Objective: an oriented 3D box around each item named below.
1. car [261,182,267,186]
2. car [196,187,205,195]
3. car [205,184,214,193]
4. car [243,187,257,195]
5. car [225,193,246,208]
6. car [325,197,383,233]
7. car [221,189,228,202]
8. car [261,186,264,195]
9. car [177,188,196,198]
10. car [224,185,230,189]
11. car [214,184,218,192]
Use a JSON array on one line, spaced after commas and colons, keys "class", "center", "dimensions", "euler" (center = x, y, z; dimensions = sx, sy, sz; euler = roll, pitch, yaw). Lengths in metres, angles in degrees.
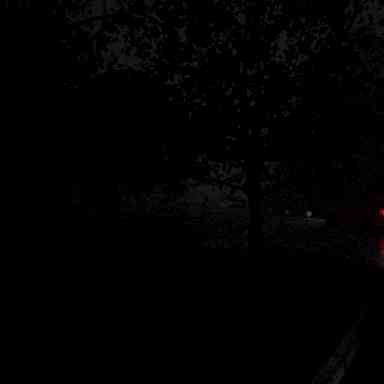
[{"class": "car", "center": [17.474, -0.915, 82.283], "dimensions": [1.882, 1.535, 5.008], "euler": [0, 3, 24]}, {"class": "car", "center": [0.478, -0.086, 72.713], "dimensions": [1.946, 1.575, 5.366], "euler": [0, 3, 24]}, {"class": "car", "center": [2.693, -0.403, 77.764], "dimensions": [1.946, 1.575, 5.366], "euler": [0, 3, 24]}, {"class": "car", "center": [12.463, -0.149, 70.853], "dimensions": [1.812, 1.442, 4.674], "euler": [0, 3, 24]}, {"class": "car", "center": [6.147, 1.373, 44.439], "dimensions": [2.033, 1.411, 5.357], "euler": [0, 2, 15]}, {"class": "car", "center": [10.474, 1.282, 20.284], "dimensions": [2.150, 2.045, 5.566], "euler": [0, 0, -13]}, {"class": "car", "center": [6.209, 0.781, 55.496], "dimensions": [1.837, 1.490, 4.892], "euler": [0, 3, 19]}, {"class": "car", "center": [13.491, 0.142, 64.928], "dimensions": [1.812, 1.442, 4.674], "euler": [0, 3, 23]}, {"class": "car", "center": [-1.745, 0.233, 67.667], "dimensions": [1.946, 1.575, 5.366], "euler": [0, 3, 24]}, {"class": "car", "center": [9.448, -1.336, 93.179], "dimensions": [2.163, 1.488, 4.792], "euler": [0, 3, 24]}, {"class": "car", "center": [5.019, -0.983, 83.061], "dimensions": [2.435, 2.045, 5.566], "euler": [0, 3, 24]}]
